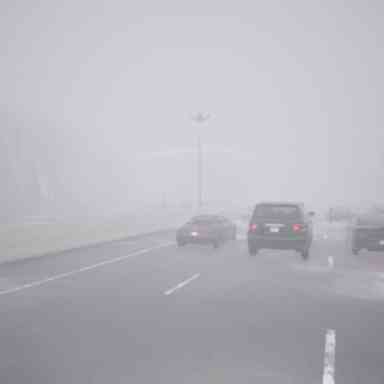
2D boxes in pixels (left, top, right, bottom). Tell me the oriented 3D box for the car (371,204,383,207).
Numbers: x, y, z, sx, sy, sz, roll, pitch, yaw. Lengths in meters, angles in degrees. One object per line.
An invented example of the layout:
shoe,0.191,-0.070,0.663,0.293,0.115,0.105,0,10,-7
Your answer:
car,15.982,1.773,28.011,1.882,1.535,5.008,0,0,16

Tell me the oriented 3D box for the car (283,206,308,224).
car,9.018,1.916,29.126,1.895,1.301,4.718,0,-1,17

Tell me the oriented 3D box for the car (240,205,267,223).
car,5.670,1.930,30.147,1.895,1.301,4.718,0,-1,17

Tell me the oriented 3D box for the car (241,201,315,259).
car,3.734,1.374,13.675,2.150,2.045,5.566,0,0,21

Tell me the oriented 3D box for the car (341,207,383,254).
car,7.577,1.626,13.948,1.882,1.535,5.008,0,0,21

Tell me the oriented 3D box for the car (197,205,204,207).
car,2.189,2.202,64.163,2.128,1.511,4.902,0,-1,9

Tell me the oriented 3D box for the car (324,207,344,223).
car,12.360,1.901,28.088,1.895,1.301,4.718,0,-1,17

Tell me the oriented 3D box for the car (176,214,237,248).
car,0.817,1.740,15.858,1.994,1.385,4.181,0,-1,21
